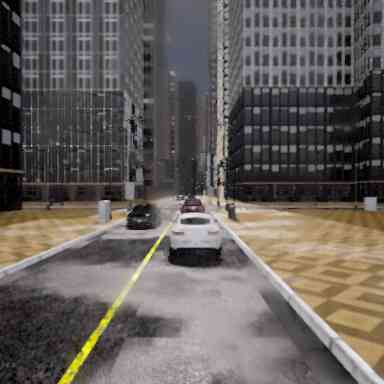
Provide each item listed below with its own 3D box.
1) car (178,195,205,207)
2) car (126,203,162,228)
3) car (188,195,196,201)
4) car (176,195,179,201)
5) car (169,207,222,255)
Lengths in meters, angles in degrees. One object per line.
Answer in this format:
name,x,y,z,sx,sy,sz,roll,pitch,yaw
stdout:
car,0.095,1.335,28.792,2.097,1.767,4.553,0,0,0
car,-3.088,1.489,22.052,1.837,1.490,4.892,0,0,0
car,-0.016,1.502,84.455,1.837,1.490,4.892,0,0,0
car,-3.016,1.526,85.276,2.128,1.511,4.902,0,0,0
car,0.096,1.516,13.111,1.812,1.442,4.674,0,0,-1
